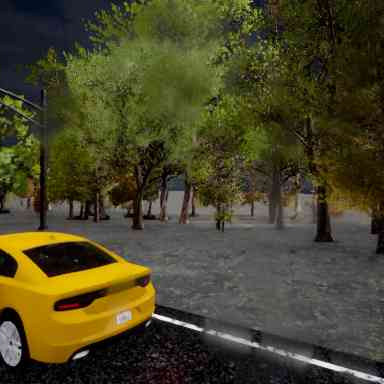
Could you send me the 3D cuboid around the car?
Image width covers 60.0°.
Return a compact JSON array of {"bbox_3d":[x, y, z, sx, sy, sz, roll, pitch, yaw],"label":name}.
[{"bbox_3d":[-2.900,1.444,5.749,5.008,1.535,1.882,1,0,35],"label":"car"}]
